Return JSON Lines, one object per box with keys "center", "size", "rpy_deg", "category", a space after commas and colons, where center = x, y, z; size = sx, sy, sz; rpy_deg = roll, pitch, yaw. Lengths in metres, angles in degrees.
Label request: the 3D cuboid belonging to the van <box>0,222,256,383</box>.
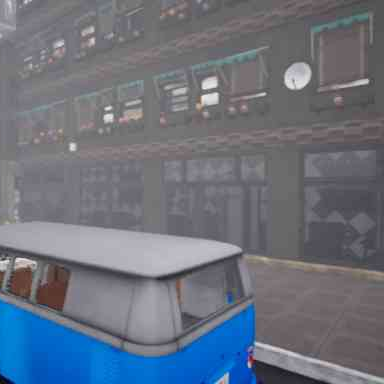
{"center": [-1.276, 1.319, 3.790], "size": [3.998, 1.788, 1.690], "rpy_deg": [0, 0, 35], "category": "van"}
